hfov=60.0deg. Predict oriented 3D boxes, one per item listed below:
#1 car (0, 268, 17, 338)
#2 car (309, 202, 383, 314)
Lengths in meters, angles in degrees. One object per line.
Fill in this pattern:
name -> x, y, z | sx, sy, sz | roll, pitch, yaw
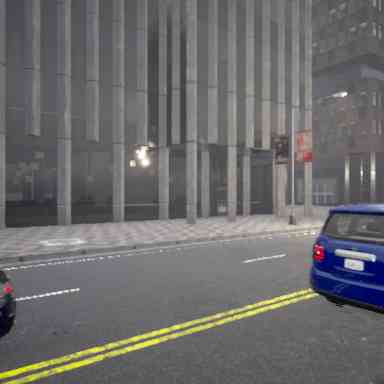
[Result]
car -> -4.657, 1.563, 4.352 | 4.181, 1.385, 1.994 | 0, 0, -35
car -> 4.754, 1.234, 6.825 | 5.566, 2.045, 2.150 | 0, 0, -35
